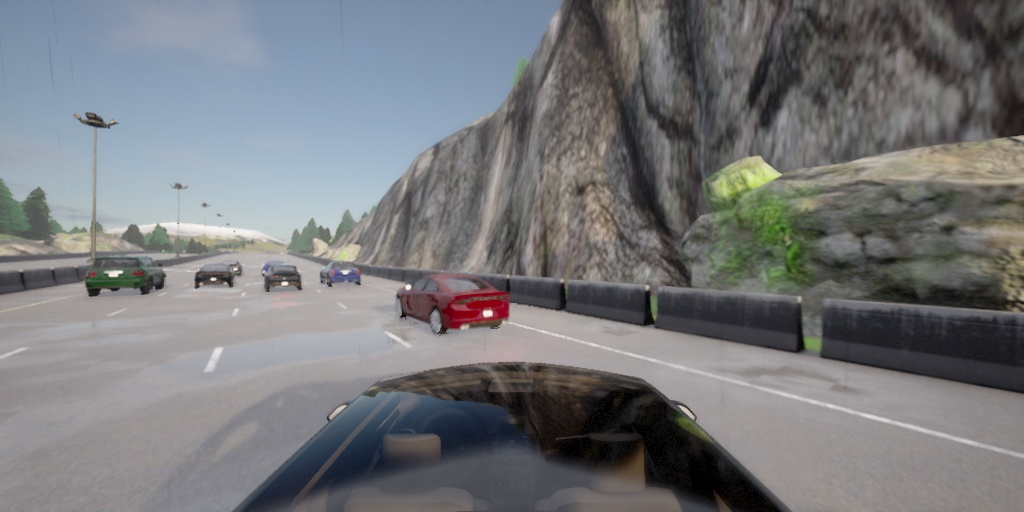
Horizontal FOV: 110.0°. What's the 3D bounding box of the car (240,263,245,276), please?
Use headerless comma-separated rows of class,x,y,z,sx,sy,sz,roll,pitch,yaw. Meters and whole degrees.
car,-27.066,1.164,34.523,2.128,1.511,4.902,0,0,-35

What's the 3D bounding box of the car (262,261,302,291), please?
car,-14.304,1.296,22.380,1.837,1.490,4.892,0,1,-35

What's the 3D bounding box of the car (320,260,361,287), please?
car,-12.358,1.147,25.705,2.097,1.767,4.553,0,0,-35

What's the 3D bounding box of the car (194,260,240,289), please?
car,-19.617,1.241,23.870,1.882,1.535,5.008,0,0,-35

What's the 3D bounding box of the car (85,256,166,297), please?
car,-20.935,0.989,19.649,2.150,2.045,5.566,0,1,-35

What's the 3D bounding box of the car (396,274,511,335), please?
car,-2.011,1.278,10.908,1.882,1.535,5.008,0,0,-35
